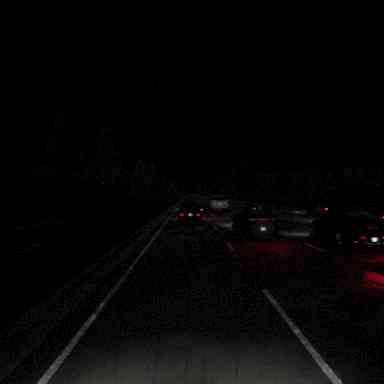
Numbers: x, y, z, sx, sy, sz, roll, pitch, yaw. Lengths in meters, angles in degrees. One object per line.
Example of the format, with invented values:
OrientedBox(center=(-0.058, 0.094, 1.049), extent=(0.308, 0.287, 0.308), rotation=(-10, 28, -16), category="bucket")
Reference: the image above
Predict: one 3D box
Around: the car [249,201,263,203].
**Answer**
OrientedBox(center=(6.743, 1.702, 35.309), extent=(2.033, 1.411, 5.357), rotation=(0, 0, -1), category="car")

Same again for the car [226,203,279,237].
OrientedBox(center=(3.418, 1.573, 18.519), extent=(2.128, 1.511, 4.902), rotation=(0, 0, -1), category="car")

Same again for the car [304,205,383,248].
OrientedBox(center=(6.951, 1.570, 15.118), extent=(1.837, 1.490, 4.892), rotation=(0, 0, -1), category="car")

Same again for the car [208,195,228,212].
OrientedBox(center=(3.185, 1.403, 40.874), extent=(2.150, 2.045, 5.566), rotation=(0, 0, -1), category="car")

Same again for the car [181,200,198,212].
OrientedBox(center=(-0.324, 1.749, 41.785), extent=(1.994, 1.385, 4.181), rotation=(0, 0, -1), category="car")

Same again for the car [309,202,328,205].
OrientedBox(center=(13.737, 1.718, 36.029), extent=(1.994, 1.385, 4.181), rotation=(0, 0, -1), category="car")

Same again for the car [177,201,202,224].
OrientedBox(center=(-0.157, 1.662, 25.755), extent=(2.033, 1.411, 5.357), rotation=(0, 0, -1), category="car")

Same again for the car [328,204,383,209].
OrientedBox(center=(10.405, 1.576, 19.886), extent=(2.128, 1.511, 4.902), rotation=(0, 0, -1), category="car")
